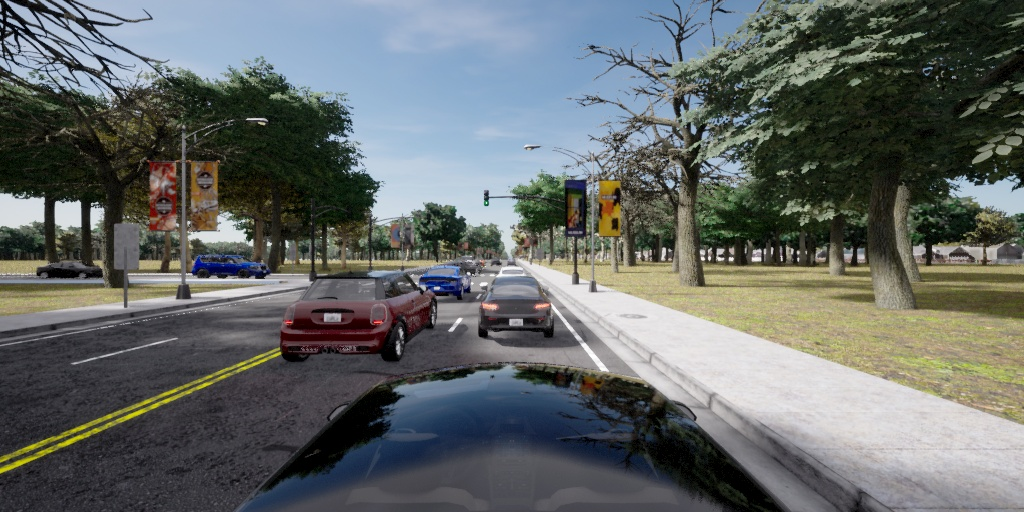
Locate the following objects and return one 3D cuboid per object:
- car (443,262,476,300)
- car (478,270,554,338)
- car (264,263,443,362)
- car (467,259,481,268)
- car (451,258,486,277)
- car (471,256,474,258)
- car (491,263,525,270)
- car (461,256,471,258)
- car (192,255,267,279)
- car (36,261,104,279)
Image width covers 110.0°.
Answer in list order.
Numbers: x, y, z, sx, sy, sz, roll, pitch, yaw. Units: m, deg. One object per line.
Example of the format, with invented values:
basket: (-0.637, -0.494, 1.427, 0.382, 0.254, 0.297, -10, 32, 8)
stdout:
car: (-3.169, 1.230, 17.737, 1.882, 1.535, 5.008, 0, 0, 1)
car: (0.091, 1.277, 10.111, 1.812, 1.442, 4.674, 0, 0, 0)
car: (-3.157, 1.102, 8.410, 2.097, 1.767, 4.553, 0, 0, 0)
car: (-6.634, 1.261, 63.336, 1.882, 1.535, 5.008, 0, 0, 0)
car: (-5.096, 1.267, 34.361, 4.892, 1.490, 1.837, -1, 3, -45)
car: (-6.656, 0.993, 53.130, 2.150, 2.045, 5.566, 0, 0, 0)
car: (0.044, 1.279, 19.214, 1.812, 1.442, 4.674, 0, 0, 0)
car: (-6.647, 1.116, 43.573, 2.097, 1.767, 4.553, 0, 0, 0)
car: (-23.402, 0.952, 29.945, 5.566, 2.045, 2.150, 0, 0, 0)
car: (-36.379, 1.195, 29.947, 5.008, 1.535, 1.882, 1, 0, 0)
